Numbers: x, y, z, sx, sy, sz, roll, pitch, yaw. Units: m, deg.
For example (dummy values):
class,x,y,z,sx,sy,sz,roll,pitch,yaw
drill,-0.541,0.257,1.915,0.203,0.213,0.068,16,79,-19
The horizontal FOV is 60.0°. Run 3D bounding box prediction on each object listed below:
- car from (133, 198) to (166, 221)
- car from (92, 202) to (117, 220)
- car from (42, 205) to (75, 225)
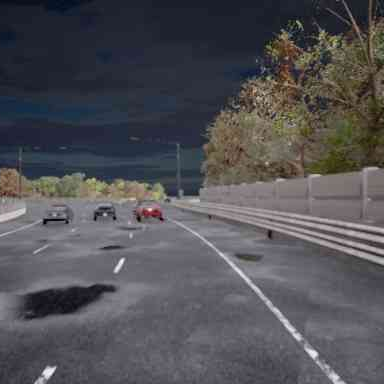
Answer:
class,x,y,z,sx,sy,sz,roll,pitch,yaw
car,-3.822,1.459,28.337,2.097,1.767,4.553,0,0,-14
car,-7.885,1.644,30.069,1.837,1.490,4.892,0,0,-16
car,-10.299,1.690,25.852,2.033,1.411,5.357,0,0,-14
